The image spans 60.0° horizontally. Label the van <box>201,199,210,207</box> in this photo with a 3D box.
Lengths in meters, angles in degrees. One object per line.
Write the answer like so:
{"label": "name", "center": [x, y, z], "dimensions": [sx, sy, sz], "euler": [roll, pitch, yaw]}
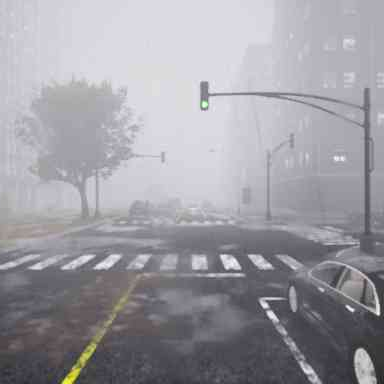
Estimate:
{"label": "van", "center": [2.761, 2.294, 70.405], "dimensions": [1.690, 1.788, 3.998], "euler": [0, -1, 0]}

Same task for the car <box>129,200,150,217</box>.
{"label": "car", "center": [-5.654, 1.809, 37.280], "dimensions": [2.192, 1.841, 5.009], "euler": [0, -1, 0]}

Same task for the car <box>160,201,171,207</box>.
{"label": "car", "center": [-5.620, 2.518, 70.411], "dimensions": [1.947, 1.339, 4.313], "euler": [0, -1, 0]}

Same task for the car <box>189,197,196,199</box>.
{"label": "car", "center": [0.080, 2.275, 77.146], "dimensions": [2.150, 2.045, 5.566], "euler": [0, -1, 0]}

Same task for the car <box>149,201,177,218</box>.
{"label": "car", "center": [-3.064, 2.031, 36.566], "dimensions": [2.033, 1.411, 5.357], "euler": [0, -1, 0]}

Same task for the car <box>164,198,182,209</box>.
{"label": "car", "center": [-2.993, 1.994, 57.664], "dimensions": [2.150, 2.045, 5.566], "euler": [0, -1, 3]}

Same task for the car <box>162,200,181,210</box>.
{"label": "car", "center": [-3.052, 2.174, 47.018], "dimensions": [2.033, 1.411, 5.357], "euler": [0, -1, 0]}

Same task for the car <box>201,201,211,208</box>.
{"label": "car", "center": [2.756, 2.402, 65.050], "dimensions": [1.752, 1.417, 4.829], "euler": [0, -1, 0]}

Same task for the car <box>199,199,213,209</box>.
{"label": "car", "center": [2.750, 2.362, 59.357], "dimensions": [1.947, 1.339, 4.313], "euler": [0, -1, 0]}

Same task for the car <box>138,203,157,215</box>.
{"label": "car", "center": [-5.648, 2.135, 42.799], "dimensions": [1.947, 1.339, 4.313], "euler": [0, -1, 0]}

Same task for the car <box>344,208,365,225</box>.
{"label": "car", "center": [13.450, 1.659, 24.279], "dimensions": [4.403, 1.369, 2.008], "euler": [-1, 0, -1]}

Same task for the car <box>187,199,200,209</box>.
{"label": "car", "center": [0.166, 2.442, 62.540], "dimensions": [1.895, 1.301, 4.718], "euler": [0, -1, 0]}

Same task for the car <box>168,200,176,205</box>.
{"label": "car", "center": [-5.596, 2.825, 92.500], "dimensions": [2.008, 1.369, 4.403], "euler": [0, -1, 0]}

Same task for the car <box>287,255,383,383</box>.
{"label": "car", "center": [2.693, 1.615, 4.883], "dimensions": [2.008, 1.369, 4.403], "euler": [0, -1, 0]}

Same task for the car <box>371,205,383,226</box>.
{"label": "car", "center": [14.712, 1.605, 21.682], "dimensions": [5.357, 1.411, 2.033], "euler": [-1, -1, 3]}

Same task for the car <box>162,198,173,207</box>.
{"label": "car", "center": [-5.614, 2.347, 75.936], "dimensions": [2.192, 1.841, 5.009], "euler": [0, -1, 0]}
